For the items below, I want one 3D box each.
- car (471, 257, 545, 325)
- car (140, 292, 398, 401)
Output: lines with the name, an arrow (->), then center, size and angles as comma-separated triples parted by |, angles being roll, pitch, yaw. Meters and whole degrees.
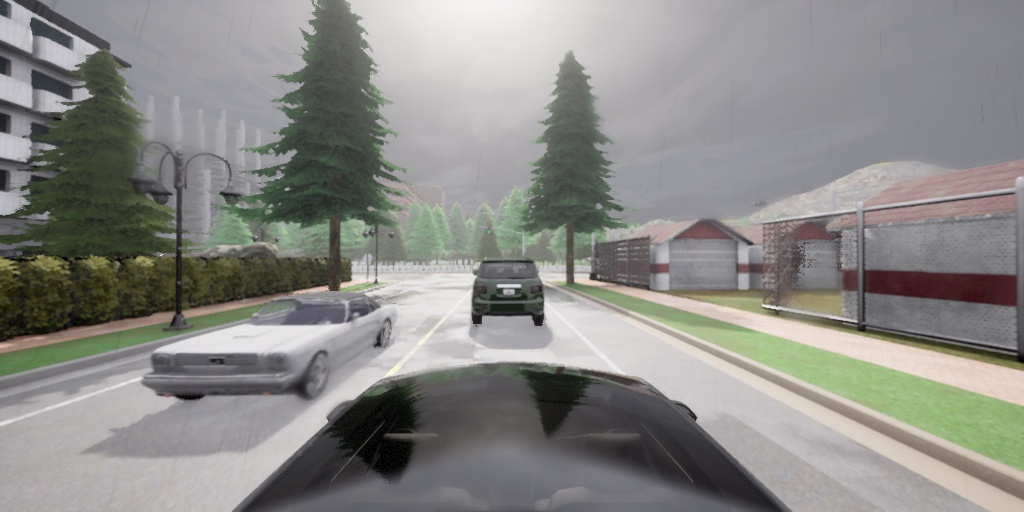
car -> -0.190, 1.056, 12.343 | 2.150, 2.045, 5.566 | 0, 0, -2
car -> -3.694, 1.389, 6.629 | 1.895, 1.301, 4.718 | 0, 0, -1
